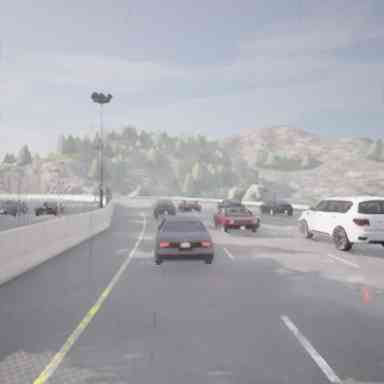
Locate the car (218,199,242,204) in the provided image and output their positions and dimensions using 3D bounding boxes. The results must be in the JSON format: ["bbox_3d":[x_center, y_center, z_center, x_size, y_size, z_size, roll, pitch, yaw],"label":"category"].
[{"bbox_3d":[3.879,1.472,34.018,1.837,1.490,4.892,0,0,-10],"label":"car"}]

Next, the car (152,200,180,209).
[{"bbox_3d":[-2.554,1.481,30.253,1.837,1.490,4.892,0,0,-9],"label":"car"}]

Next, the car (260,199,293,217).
[{"bbox_3d":[7.869,1.470,31.532,1.837,1.490,4.892,0,0,-9],"label":"car"}]

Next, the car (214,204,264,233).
[{"bbox_3d":[2.440,1.582,19.490,1.895,1.301,4.718,0,0,-6],"label":"car"}]

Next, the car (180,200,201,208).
[{"bbox_3d":[-0.361,1.569,37.568,1.895,1.301,4.718,0,0,-11],"label":"car"}]

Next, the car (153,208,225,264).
[{"bbox_3d":[-0.367,1.538,11.849,2.033,1.411,5.357,0,0,-4],"label":"car"}]

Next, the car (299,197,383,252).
[{"bbox_3d":[6.478,1.203,14.033,2.150,2.045,5.566,0,0,-4],"label":"car"}]
